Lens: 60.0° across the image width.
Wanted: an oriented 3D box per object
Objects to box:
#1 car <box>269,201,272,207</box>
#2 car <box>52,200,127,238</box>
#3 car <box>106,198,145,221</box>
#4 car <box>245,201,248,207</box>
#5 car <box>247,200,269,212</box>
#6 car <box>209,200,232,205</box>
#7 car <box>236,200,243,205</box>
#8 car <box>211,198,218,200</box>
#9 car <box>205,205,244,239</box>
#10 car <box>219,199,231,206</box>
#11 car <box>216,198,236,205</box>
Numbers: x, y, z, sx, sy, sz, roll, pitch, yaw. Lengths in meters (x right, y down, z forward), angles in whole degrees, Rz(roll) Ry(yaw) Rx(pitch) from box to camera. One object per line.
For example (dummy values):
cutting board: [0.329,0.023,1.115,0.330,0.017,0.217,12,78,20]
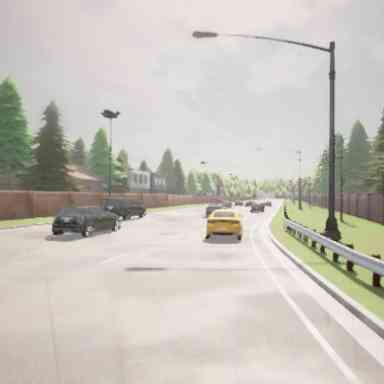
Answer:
car: [17.996,2.760,79.312,2.128,1.511,4.902,0,-1,16]
car: [-6.009,1.555,19.505,2.097,1.767,4.553,0,-1,16]
car: [-6.333,1.578,31.264,2.150,2.045,5.566,0,-1,16]
car: [13.392,2.668,75.873,1.812,1.442,4.674,0,-1,16]
car: [10.184,2.275,51.196,2.128,1.511,4.902,0,-1,16]
car: [2.859,2.029,38.091,2.128,1.511,4.902,0,-1,16]
car: [11.456,2.730,81.911,1.812,1.442,4.674,0,-1,16]
car: [5.633,2.270,74.138,2.150,2.045,5.566,0,-1,16]
car: [1.976,1.757,19.388,1.882,1.535,5.008,0,-1,10]
car: [8.278,2.551,83.538,2.097,1.767,4.553,0,-1,16]
car: [6.544,2.467,64.101,2.033,1.411,5.357,0,-1,16]
